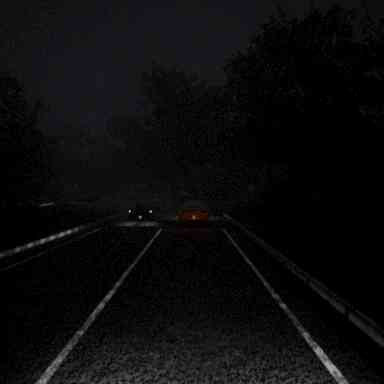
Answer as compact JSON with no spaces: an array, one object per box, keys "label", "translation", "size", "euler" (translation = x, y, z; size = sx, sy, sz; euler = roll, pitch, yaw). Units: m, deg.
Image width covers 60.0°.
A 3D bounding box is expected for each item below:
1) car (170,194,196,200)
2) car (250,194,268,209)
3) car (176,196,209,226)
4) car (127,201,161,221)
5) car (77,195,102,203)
[{"label":"car","translation":[-1.667,0.987,66.283],"size":[5.357,1.411,2.033],"euler":[0,0,-2]},{"label":"car","translation":[8.732,1.032,37.858],"size":[4.553,1.767,2.097],"euler":[0,0,-37]},{"label":"car","translation":[0.113,1.292,21.853],"size":[1.882,1.535,5.008],"euler":[0,1,0]},{"label":"car","translation":[-3.512,1.390,24.874],"size":[1.895,1.301,4.718],"euler":[0,0,1]},{"label":"car","translation":[-16.847,1.137,54.797],"size":[1.895,1.301,4.718],"euler":[0,0,19]}]
